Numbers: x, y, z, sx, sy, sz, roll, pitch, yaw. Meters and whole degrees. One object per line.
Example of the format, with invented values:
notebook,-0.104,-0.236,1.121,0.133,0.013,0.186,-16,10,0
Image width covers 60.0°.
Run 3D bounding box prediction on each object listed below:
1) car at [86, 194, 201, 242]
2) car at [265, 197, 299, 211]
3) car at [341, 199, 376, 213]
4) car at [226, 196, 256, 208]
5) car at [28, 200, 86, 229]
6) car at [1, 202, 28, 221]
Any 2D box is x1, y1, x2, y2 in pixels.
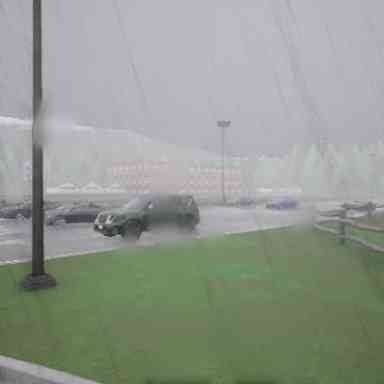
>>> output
car,-2.020,1.145,16.540,5.566,2.045,2.150,-1,1,-43
car,10.224,1.301,37.560,5.008,1.535,1.882,0,0,-43
car,17.370,1.429,34.638,4.718,1.301,1.895,0,0,-43
car,6.483,1.304,43.640,4.892,1.490,1.837,-1,1,-43
car,-7.332,1.405,21.157,4.902,1.511,2.128,0,0,-43
car,-12.251,1.401,26.141,4.892,1.490,1.837,0,0,-43
